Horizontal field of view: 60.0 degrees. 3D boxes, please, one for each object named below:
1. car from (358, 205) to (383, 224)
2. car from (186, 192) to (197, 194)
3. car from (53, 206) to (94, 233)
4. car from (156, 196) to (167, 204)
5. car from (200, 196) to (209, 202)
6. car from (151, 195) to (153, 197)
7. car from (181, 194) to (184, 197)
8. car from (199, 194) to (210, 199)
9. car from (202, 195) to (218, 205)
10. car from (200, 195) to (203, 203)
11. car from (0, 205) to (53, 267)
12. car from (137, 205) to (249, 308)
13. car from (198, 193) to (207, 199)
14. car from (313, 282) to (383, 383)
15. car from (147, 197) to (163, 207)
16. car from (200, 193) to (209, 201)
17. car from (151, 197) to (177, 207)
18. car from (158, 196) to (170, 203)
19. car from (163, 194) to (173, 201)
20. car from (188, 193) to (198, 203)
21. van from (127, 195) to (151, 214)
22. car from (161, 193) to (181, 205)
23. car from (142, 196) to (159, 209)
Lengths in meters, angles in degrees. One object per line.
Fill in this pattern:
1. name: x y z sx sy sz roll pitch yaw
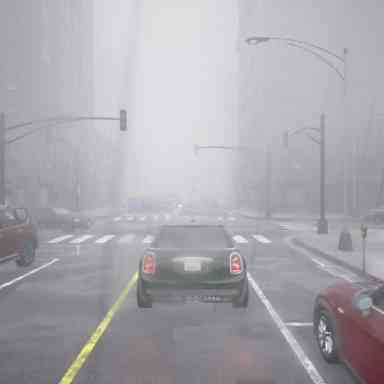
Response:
1. car: 14.411 1.515 23.753 4.674 1.442 1.812 0 0 1
2. car: 0.110 1.362 76.595 1.812 1.442 4.674 0 0 0
3. car: -7.986 1.527 19.161 4.674 1.442 1.812 0 0 14
4. car: -5.767 1.516 63.415 1.752 1.417 4.829 0 0 0
5. car: 2.776 1.570 74.781 1.802 1.307 4.206 0 0 0
6. car: -5.799 1.310 41.202 2.192 1.841 5.009 0 0 0
7. car: -2.974 1.592 61.171 1.895 1.301 4.718 0 0 1
8. car: 2.751 1.558 57.998 1.947 1.339 4.313 0 0 0
9. car: 2.735 1.520 46.979 1.752 1.417 4.829 0 0 0
10. car: 2.743 1.544 52.404 2.008 1.369 4.403 0 0 0
11. car: -5.846 1.315 8.658 2.192 1.841 5.009 0 0 0
12. car: 0.021 1.352 8.076 2.097 1.767 4.553 0 0 0
13. car: 2.759 1.306 63.592 2.192 1.841 5.009 0 0 0
14. car: 2.672 1.440 3.148 1.967 1.590 4.097 0 0 0
15. car: -5.783 1.538 52.394 1.887 1.381 4.507 0 0 0
16. car: 3.125 1.211 86.603 2.150 2.045 5.566 0 0 0
17. car: -3.050 1.544 36.060 2.033 1.411 5.357 0 0 0
18. car: -5.758 1.540 69.181 2.008 1.369 4.403 0 0 0
19. car: -5.742 1.302 80.372 2.192 1.841 5.009 0 0 0
20. car: 0.150 1.516 66.629 1.812 1.442 4.674 0 0 0
21. van: -5.807 1.337 35.606 1.690 1.788 3.998 0 0 0
22. car: -3.035 1.215 46.444 2.150 2.045 5.566 0 0 0
23. car: -5.791 1.435 46.798 1.967 1.590 4.097 0 0 0
